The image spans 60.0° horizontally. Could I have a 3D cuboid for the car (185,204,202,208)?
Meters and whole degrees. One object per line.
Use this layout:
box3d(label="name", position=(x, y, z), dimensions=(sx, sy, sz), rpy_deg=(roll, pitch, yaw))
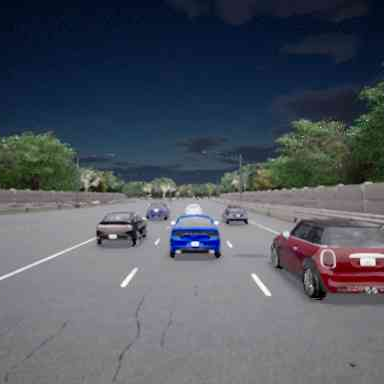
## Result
box3d(label="car", position=(0.155, 2.029, 34.840), dimensions=(1.812, 1.442, 4.674), rpy_deg=(0, -1, 0))

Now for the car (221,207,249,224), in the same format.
box3d(label="car", position=(3.645, 1.962, 28.765), dimensions=(2.033, 1.411, 5.357), rpy_deg=(0, -1, 0))

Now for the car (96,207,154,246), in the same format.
box3d(label="car", position=(-3.377, 1.725, 16.662), dimensions=(2.128, 1.511, 4.902), rpy_deg=(0, -1, 0))

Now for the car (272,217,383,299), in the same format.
box3d(label="car", position=(3.600, 1.479, 8.916), dimensions=(2.097, 1.767, 4.553), rpy_deg=(0, -1, 0))

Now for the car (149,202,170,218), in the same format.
box3d(label="car", position=(-3.348, 1.834, 33.513), dimensions=(2.097, 1.767, 4.553), rpy_deg=(0, -1, 0))

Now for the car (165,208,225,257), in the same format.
box3d(label="car", position=(0.116, 1.674, 13.956), dimensions=(1.882, 1.535, 5.008), rpy_deg=(0, -1, 0))
